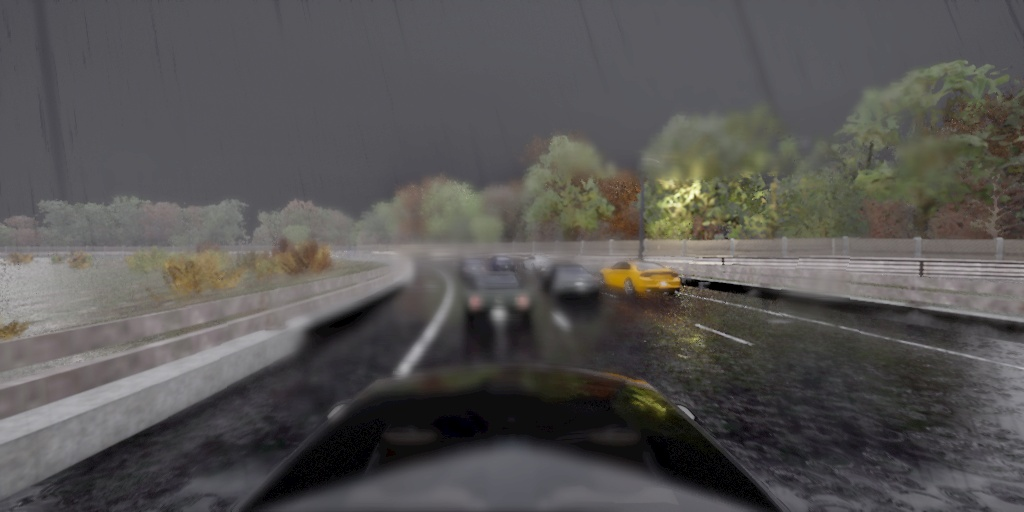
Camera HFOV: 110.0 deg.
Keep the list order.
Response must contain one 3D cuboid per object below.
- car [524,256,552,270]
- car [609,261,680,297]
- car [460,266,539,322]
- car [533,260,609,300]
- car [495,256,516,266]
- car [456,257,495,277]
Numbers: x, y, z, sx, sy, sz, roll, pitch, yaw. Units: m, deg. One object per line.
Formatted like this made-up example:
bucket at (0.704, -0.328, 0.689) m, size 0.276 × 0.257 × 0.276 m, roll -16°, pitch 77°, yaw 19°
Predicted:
car at (2.554, 0.732, 32.607) m, size 1.812 × 1.442 × 4.674 m, roll 0°, pitch 1°, yaw -16°
car at (5.871, 0.953, 16.997) m, size 1.882 × 1.535 × 5.008 m, roll 0°, pitch 1°, yaw -7°
car at (-0.516, 1.179, 11.570) m, size 1.895 × 1.301 × 4.718 m, roll 0°, pitch 1°, yaw -5°
car at (2.457, 1.061, 16.017) m, size 1.994 × 1.385 × 4.181 m, roll 0°, pitch 1°, yaw -7°
car at (-0.922, 0.746, 32.033) m, size 1.812 × 1.442 × 4.674 m, roll 0°, pitch 1°, yaw -16°
car at (-2.902, 0.879, 25.800) m, size 2.033 × 1.411 × 5.357 m, roll 0°, pitch 1°, yaw -14°
